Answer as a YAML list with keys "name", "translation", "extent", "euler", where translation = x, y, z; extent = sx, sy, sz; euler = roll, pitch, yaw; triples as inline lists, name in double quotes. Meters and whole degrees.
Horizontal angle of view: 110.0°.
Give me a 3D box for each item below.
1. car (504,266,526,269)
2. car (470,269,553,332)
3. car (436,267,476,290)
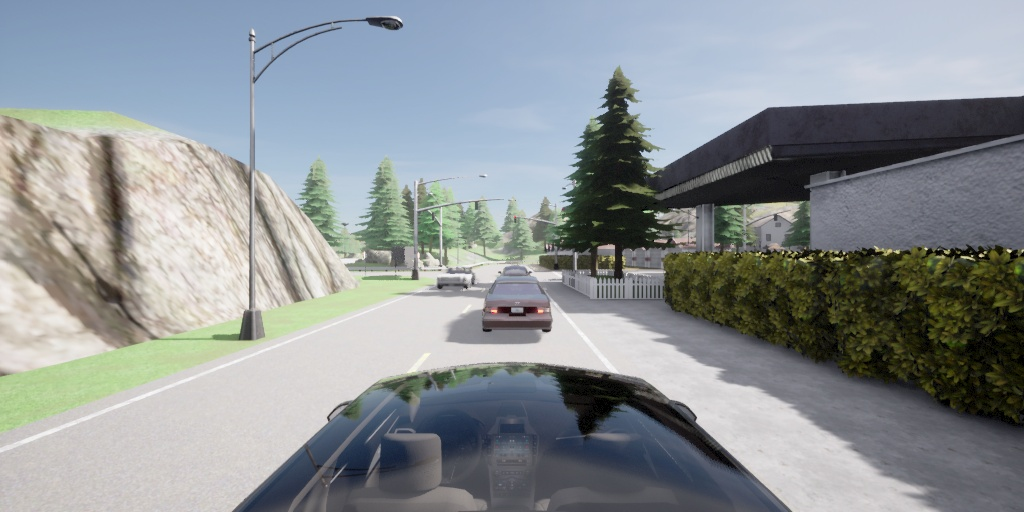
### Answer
- name: "car"
  translation: [0.180, 1.276, 20.387]
  extent: [1.812, 1.442, 4.674]
  euler: [0, 0, 0]
- name: "car"
  translation: [0.135, 1.297, 10.801]
  extent: [2.033, 1.411, 5.357]
  euler: [0, 0, 0]
- name: "car"
  translation: [-3.437, 1.351, 22.701]
  extent: [1.895, 1.301, 4.718]
  euler: [0, 0, 1]
